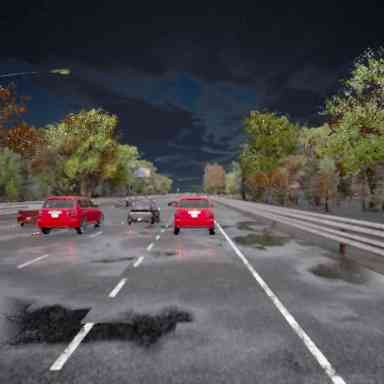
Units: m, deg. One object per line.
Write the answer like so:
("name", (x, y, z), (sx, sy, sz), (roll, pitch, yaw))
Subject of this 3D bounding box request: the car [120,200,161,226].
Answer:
("car", (-3.355, 1.570, 23.794), (2.128, 1.511, 4.902), (0, 0, 0))

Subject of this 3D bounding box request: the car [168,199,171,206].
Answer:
("car", (-3.147, 1.803, 59.010), (1.895, 1.301, 4.718), (0, 0, 0))

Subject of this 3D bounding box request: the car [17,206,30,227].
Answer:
("car", (-10.356, 1.554, 23.568), (1.882, 1.535, 5.008), (0, 0, 0))

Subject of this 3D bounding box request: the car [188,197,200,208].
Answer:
("car", (0.320, 1.660, 53.556), (1.882, 1.535, 5.008), (0, 0, 0))

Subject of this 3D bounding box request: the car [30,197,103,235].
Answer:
("car", (-6.873, 1.283, 19.360), (2.150, 2.045, 5.566), (0, 0, 0))

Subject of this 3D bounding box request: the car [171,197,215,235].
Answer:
("car", (0.128, 1.286, 19.582), (2.150, 2.045, 5.566), (0, 0, 0))

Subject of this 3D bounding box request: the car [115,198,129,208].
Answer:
("car", (-10.204, 1.660, 49.763), (2.128, 1.511, 4.902), (0, 0, 0))
